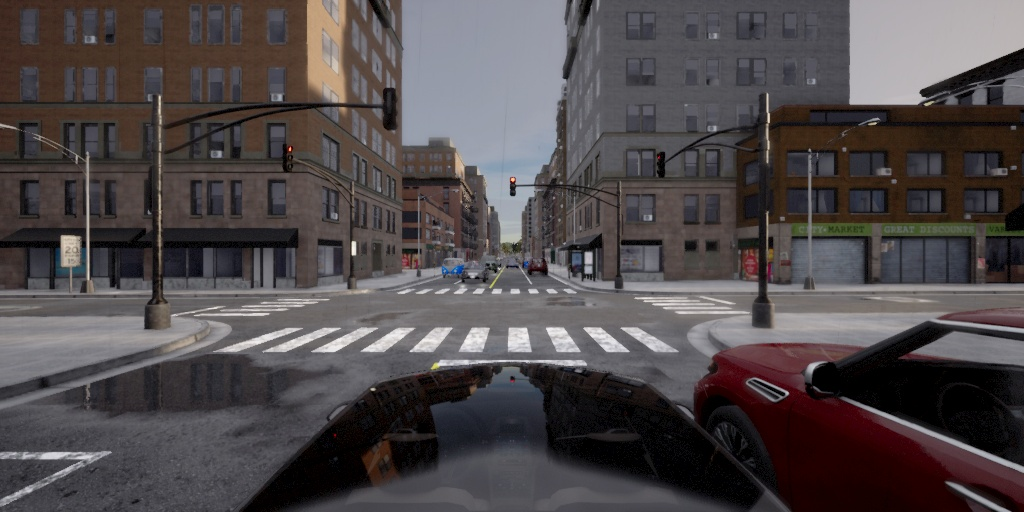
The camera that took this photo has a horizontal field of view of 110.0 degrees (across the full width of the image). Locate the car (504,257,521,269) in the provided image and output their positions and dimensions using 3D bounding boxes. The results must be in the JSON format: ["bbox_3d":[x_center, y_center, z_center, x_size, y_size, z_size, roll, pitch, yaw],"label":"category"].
[{"bbox_3d":[0.081,1.306,57.942,1.994,1.385,4.181,0,0,1],"label":"car"}]

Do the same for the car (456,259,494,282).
[{"bbox_3d":[-2.838,1.239,28.368,2.128,1.511,4.902,0,0,0],"label":"car"}]

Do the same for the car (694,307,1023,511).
[{"bbox_3d":[2.637,1.065,1.146,2.192,1.841,5.009,0,0,0],"label":"car"}]

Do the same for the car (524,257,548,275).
[{"bbox_3d":[2.723,1.060,38.517,2.192,1.841,5.009,0,0,0],"label":"car"}]

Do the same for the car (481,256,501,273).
[{"bbox_3d":[-2.827,0.968,42.822,2.150,2.045,5.566,0,0,0],"label":"car"}]

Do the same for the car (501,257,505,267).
[{"bbox_3d":[-2.726,1.289,62.001,2.033,1.411,5.357,0,0,0],"label":"car"}]

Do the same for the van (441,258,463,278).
[{"bbox_3d":[-5.392,1.087,33.113,1.690,1.789,3.998,0,0,0],"label":"van"}]

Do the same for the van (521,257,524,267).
[{"bbox_3d":[2.716,1.084,54.736,1.690,1.789,3.998,0,0,0],"label":"van"}]
